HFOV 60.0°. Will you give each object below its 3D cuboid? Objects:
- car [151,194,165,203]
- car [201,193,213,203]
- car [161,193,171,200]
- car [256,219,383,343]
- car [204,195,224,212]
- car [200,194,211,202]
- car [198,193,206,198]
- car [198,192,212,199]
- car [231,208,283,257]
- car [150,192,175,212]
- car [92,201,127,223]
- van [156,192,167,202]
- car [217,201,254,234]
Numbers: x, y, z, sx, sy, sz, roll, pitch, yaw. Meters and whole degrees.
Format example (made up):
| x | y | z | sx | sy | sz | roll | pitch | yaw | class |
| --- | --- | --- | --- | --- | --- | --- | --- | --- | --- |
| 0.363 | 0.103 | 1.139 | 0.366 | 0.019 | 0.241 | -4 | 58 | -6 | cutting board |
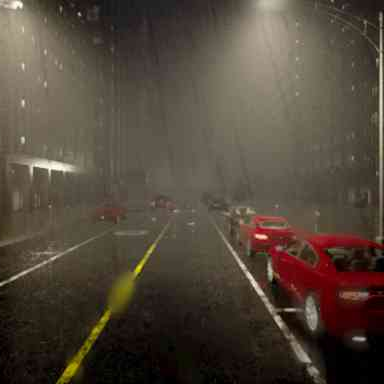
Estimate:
| x | y | z | sx | sy | sz | roll | pitch | yaw | class |
| --- | --- | --- | --- | --- | --- | --- | --- | --- | --- |
| -5.791 | 1.121 | 57.649 | 2.008 | 1.369 | 4.403 | 0 | 0 | 0 | car |
| 2.611 | 1.175 | 46.433 | 1.752 | 1.417 | 4.829 | 0 | 0 | 0 | car |
| -5.824 | 0.999 | 74.716 | 2.008 | 1.369 | 4.403 | 0 | 0 | 0 | car |
| 2.686 | 1.493 | 6.442 | 1.887 | 1.381 | 4.507 | 0 | 0 | 0 | car |
| 2.633 | 1.301 | 34.885 | 1.947 | 1.339 | 4.313 | 0 | 0 | 0 | car |
| 2.579 | 1.071 | 63.330 | 1.887 | 1.381 | 4.507 | 0 | 0 | 0 | car |
| 2.535 | 0.912 | 86.084 | 1.887 | 1.381 | 4.507 | 0 | 0 | 0 | car |
| 2.591 | 0.883 | 57.639 | 2.192 | 1.841 | 5.009 | 0 | 0 | 0 | car |
| 2.675 | 1.487 | 12.131 | 1.802 | 1.307 | 4.206 | 0 | 0 | 0 | car |
| -3.063 | 1.092 | 34.416 | 2.097 | 1.767 | 4.553 | 0 | 0 | 0 | car |
| -5.726 | 1.367 | 23.515 | 1.887 | 1.381 | 4.507 | 0 | 0 | 0 | car |
| -5.800 | 0.871 | 63.336 | 1.690 | 1.788 | 3.998 | 0 | 0 | 0 | van |
| 2.665 | 1.413 | 17.820 | 2.008 | 1.369 | 4.403 | 0 | 0 | 0 | car |
